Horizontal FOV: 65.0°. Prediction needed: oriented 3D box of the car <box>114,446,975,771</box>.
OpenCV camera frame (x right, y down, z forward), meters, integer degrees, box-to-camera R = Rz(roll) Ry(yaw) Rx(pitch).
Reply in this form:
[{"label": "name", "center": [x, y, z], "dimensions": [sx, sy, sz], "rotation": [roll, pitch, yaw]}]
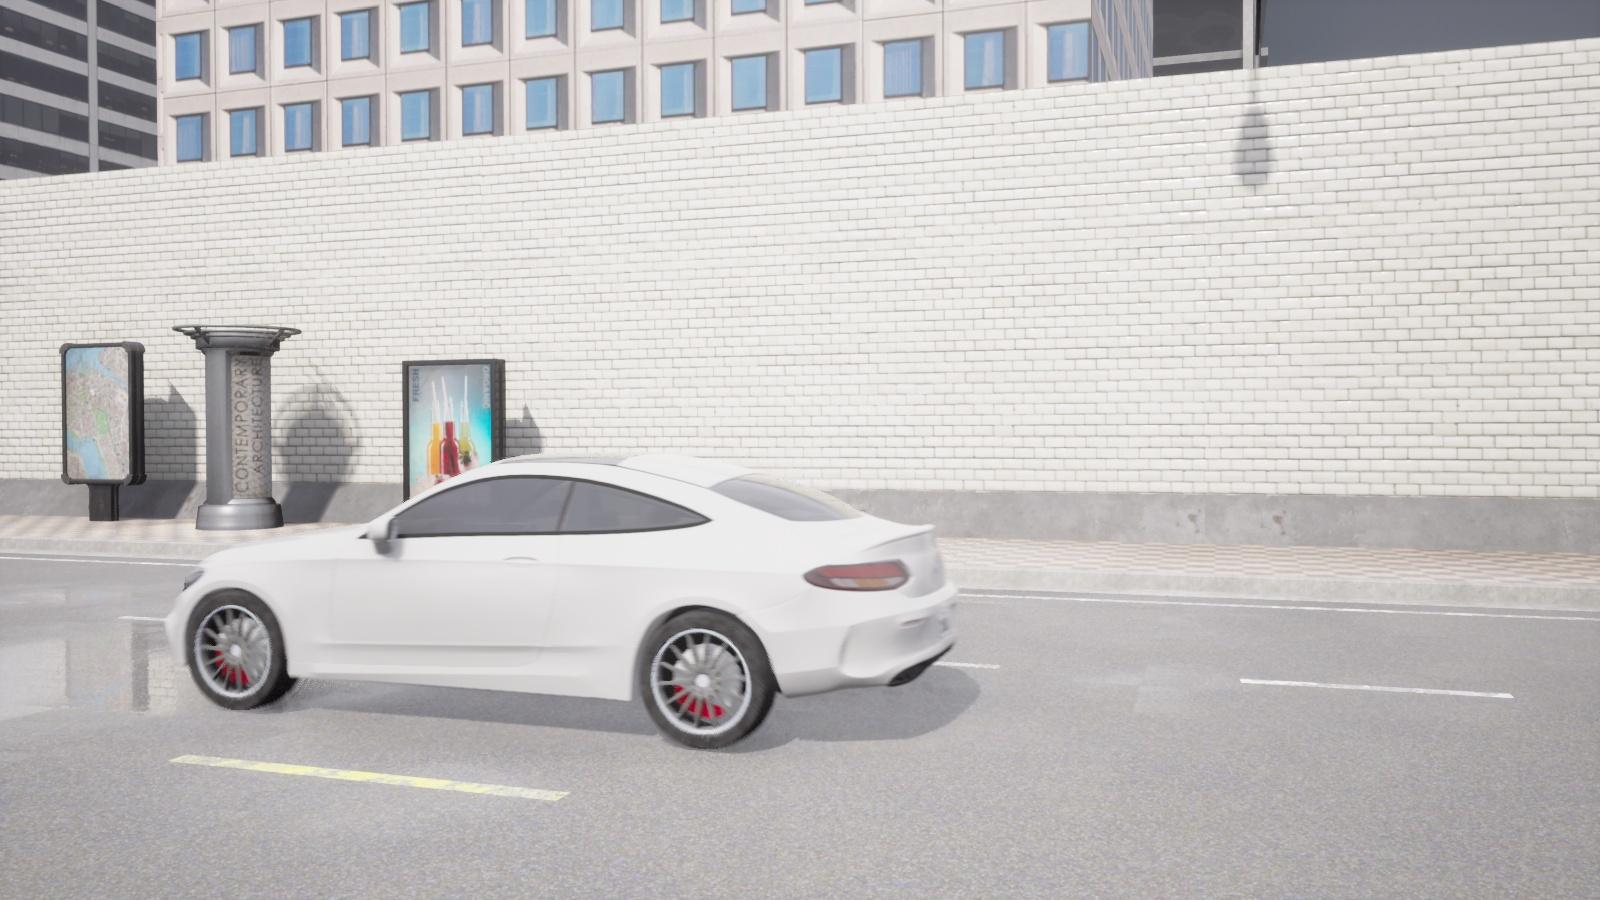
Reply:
[{"label": "car", "center": [-1.465, 0.729, 7.385], "dimensions": [4.674, 1.442, 1.812], "rotation": [1, 1, 18]}]
